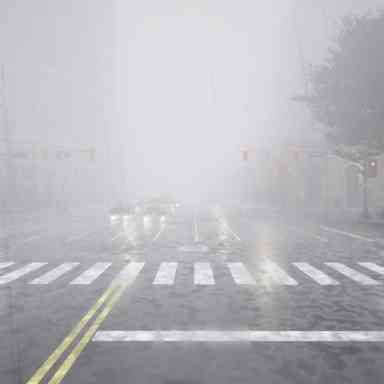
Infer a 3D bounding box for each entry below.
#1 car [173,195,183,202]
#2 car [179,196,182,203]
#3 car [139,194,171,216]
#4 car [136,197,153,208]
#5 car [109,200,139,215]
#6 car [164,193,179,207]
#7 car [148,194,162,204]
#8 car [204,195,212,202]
[{"bbox_3d":[-3.316,1.540,77.988,2.033,1.411,5.357,0,0,1],"label":"car"},{"bbox_3d":[-3.451,1.493,67.171,2.128,1.511,4.902,0,0,1],"label":"car"},{"bbox_3d":[-3.593,1.352,33.042,2.097,1.767,4.553,0,0,0],"label":"car"},{"bbox_3d":[-7.086,1.526,49.995,1.812,1.442,4.674,0,0,0],"label":"car"},{"bbox_3d":[-7.094,1.564,34.175,1.994,1.385,4.181,0,0,0],"label":"car"},{"bbox_3d":[-3.590,1.221,51.185,2.150,2.045,5.566,0,0,0],"label":"car"},{"bbox_3d":[-7.017,1.351,64.033,2.097,1.767,4.553,0,0,1],"label":"car"},{"bbox_3d":[3.691,1.525,78.514,2.128,1.511,4.902,0,0,1],"label":"car"}]
